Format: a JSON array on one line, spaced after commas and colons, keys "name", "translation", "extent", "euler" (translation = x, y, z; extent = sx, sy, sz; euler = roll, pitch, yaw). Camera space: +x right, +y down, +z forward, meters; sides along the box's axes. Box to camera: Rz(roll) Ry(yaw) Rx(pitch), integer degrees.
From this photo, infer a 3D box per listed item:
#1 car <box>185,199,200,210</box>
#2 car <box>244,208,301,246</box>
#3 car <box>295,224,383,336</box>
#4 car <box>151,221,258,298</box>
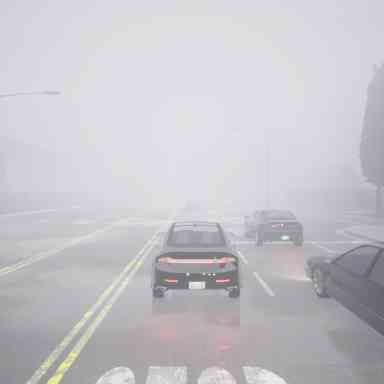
[{"name": "car", "translation": [0.030, 1.601, 43.136], "extent": [1.895, 1.301, 4.718], "euler": [0, 0, 0]}, {"name": "car", "translation": [3.576, 1.505, 15.199], "extent": [1.837, 1.490, 4.892], "euler": [0, 0, 0]}, {"name": "car", "translation": [3.592, 1.547, 5.452], "extent": [2.033, 1.411, 5.357], "euler": [0, 0, 0]}, {"name": "car", "translation": [0.087, 1.492, 8.500], "extent": [2.128, 1.511, 4.902], "euler": [0, 0, 0]}]
